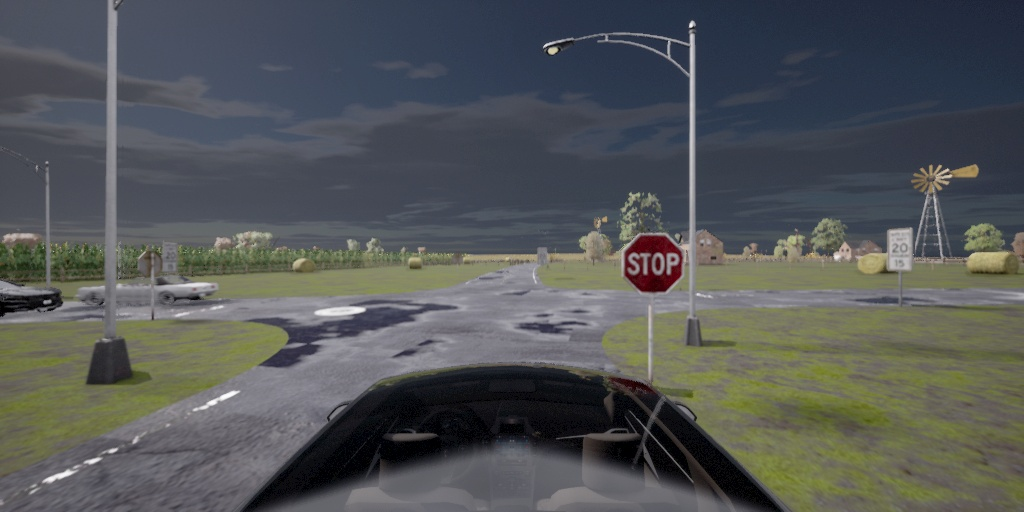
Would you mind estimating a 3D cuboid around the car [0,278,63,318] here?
[{"bbox_3d":[-20.031,1.489,13.235,5.008,1.535,1.882,0,0,-7],"label":"car"}]

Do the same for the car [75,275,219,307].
[{"bbox_3d":[-16.839,1.578,16.701,4.718,1.301,1.895,-1,0,-7],"label":"car"}]
